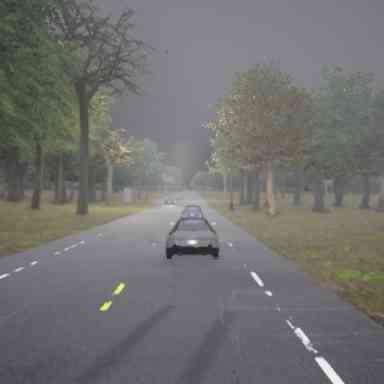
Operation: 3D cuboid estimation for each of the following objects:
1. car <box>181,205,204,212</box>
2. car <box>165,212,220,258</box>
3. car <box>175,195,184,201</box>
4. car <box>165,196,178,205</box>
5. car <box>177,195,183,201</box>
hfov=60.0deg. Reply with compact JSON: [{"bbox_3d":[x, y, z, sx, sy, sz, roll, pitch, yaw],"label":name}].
[{"bbox_3d":[0.025,1.816,27.534,2.033,1.411,5.357,0,0,0],"label":"car"},{"bbox_3d":[0.028,1.703,13.371,1.994,1.385,4.181,0,-1,0],"label":"car"},{"bbox_3d":[-3.454,1.603,92.722,2.128,1.511,4.902,0,0,0],"label":"car"},{"bbox_3d":[-4.486,1.853,66.012,2.128,1.511,4.902,0,0,-6],"label":"car"},{"bbox_3d":[-3.319,1.649,85.199,1.994,1.385,4.181,0,0,-2],"label":"car"}]
